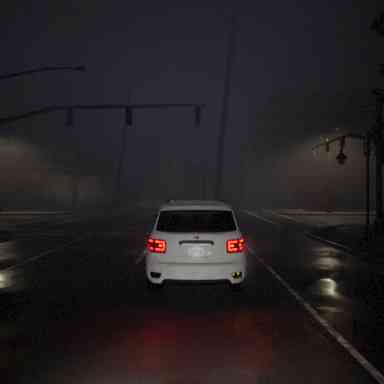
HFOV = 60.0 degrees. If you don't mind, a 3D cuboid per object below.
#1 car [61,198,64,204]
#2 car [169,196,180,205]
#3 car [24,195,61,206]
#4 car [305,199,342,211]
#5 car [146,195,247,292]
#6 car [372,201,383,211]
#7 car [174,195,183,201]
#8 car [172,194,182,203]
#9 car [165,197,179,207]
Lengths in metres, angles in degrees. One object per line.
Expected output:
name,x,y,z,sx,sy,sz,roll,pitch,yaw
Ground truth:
car,-24.018,1.456,56.775,3.806,1.475,1.970,0,0,1
car,-3.183,1.478,62.161,1.882,1.535,5.008,0,0,0
car,-23.303,1.295,51.024,4.611,1.667,2.242,0,0,1
car,16.225,1.564,41.091,4.181,1.385,1.994,0,0,0
car,0.089,1.221,9.091,2.150,2.045,5.566,0,0,0
car,24.726,1.524,41.021,4.674,1.442,1.812,0,0,1
car,-3.287,1.539,82.512,2.033,1.411,5.357,0,0,0
car,-3.202,1.355,72.164,2.097,1.767,4.553,0,0,0
car,-3.120,1.547,52.584,2.033,1.411,5.357,0,0,0
